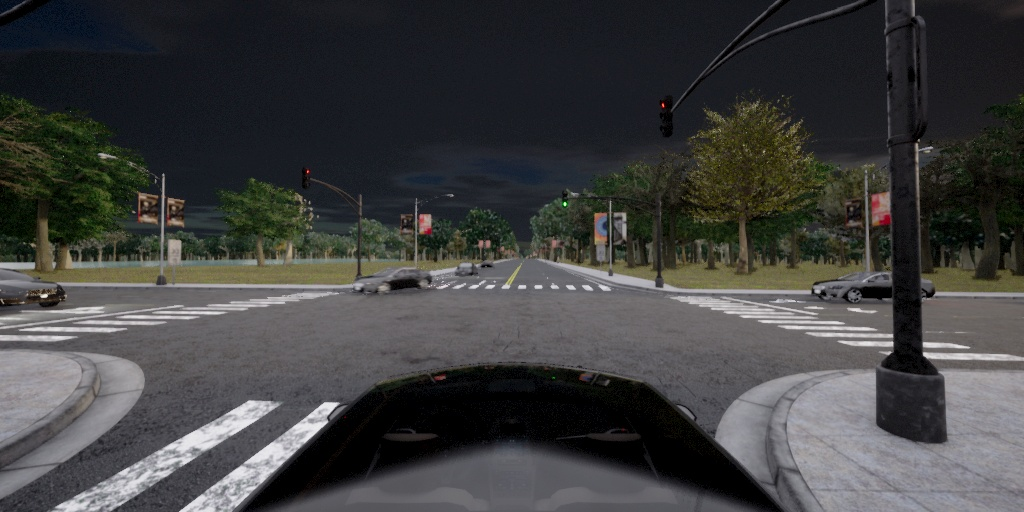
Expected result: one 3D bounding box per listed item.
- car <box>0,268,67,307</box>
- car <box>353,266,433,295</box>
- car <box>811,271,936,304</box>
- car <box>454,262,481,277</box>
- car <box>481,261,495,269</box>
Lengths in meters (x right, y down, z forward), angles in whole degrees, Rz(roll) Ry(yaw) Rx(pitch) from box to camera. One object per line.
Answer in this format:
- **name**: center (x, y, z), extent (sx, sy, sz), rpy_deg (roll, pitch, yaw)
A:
- **car**: center (-18.796, 1.142, 12.670), extent (4.892, 1.490, 1.837), rpy_deg (0, -1, 3)
- **car**: center (-6.744, 1.381, 20.753), extent (2.128, 1.511, 4.902), rpy_deg (-1, 1, 32)
- **car**: center (17.565, 1.509, 17.617), extent (4.902, 1.511, 2.128), rpy_deg (0, -1, 3)
- **car**: center (-4.700, 1.385, 37.279), extent (1.812, 1.442, 4.674), rpy_deg (0, 1, 2)
- **car**: center (-3.902, 1.436, 57.300), extent (1.895, 1.301, 4.718), rpy_deg (0, 0, 2)
